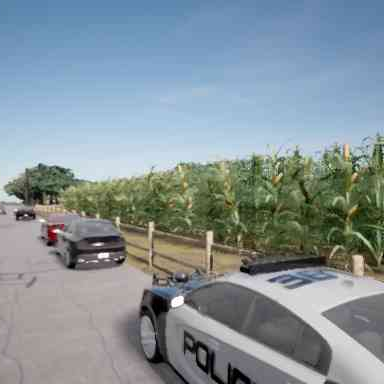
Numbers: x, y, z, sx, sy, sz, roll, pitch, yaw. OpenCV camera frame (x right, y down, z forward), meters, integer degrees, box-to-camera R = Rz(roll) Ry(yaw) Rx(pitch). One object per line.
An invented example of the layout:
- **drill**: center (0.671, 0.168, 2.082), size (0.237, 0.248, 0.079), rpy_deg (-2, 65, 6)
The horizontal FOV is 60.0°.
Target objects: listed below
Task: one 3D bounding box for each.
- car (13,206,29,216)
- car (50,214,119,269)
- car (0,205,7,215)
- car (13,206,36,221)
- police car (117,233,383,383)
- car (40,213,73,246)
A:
- **car**: center (-24.353, 2.663, 47.256), size (1.895, 1.301, 4.718), rpy_deg (1, -2, -29)
- **car**: center (-3.908, 1.760, 12.363), size (1.837, 1.490, 4.892), rpy_deg (1, -1, -29)
- **car**: center (-29.072, 2.663, 50.065), size (1.812, 1.442, 4.674), rpy_deg (1, -2, -29)
- **car**: center (-18.128, 2.268, 36.160), size (1.882, 1.535, 5.008), rpy_deg (1, -1, -29)
- **police car**: center (0.918, 1.505, 3.730), size (1.930, 1.638, 5.238), rpy_deg (1, -1, -29)
- **car**: center (-6.834, 1.843, 17.602), size (1.882, 1.535, 5.008), rpy_deg (1, -1, -29)
